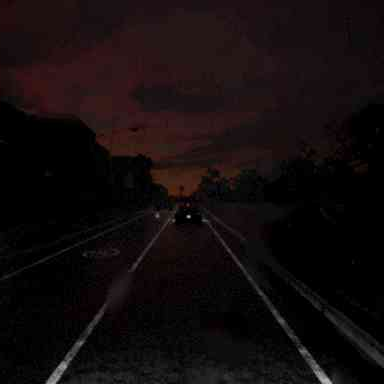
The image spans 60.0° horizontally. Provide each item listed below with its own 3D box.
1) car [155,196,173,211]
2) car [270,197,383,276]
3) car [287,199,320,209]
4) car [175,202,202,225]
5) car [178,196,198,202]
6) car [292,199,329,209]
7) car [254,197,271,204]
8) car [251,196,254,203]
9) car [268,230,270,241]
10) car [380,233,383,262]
[{"bbox_3d":[-3.928,1.644,47.175,2.150,2.045,5.566,0,-1,-1],"label":"car"},{"bbox_3d":[5.494,1.228,9.909,5.566,2.045,2.435,0,0,-1],"label":"car"},{"bbox_3d":[17.932,1.899,53.832,4.674,1.452,2.002,0,-1,-1],"label":"car"},{"bbox_3d":[-0.264,1.742,25.625,1.994,1.385,4.181,0,-1,-1],"label":"car"},{"bbox_3d":[-0.495,1.569,41.411,2.150,2.045,5.566,0,-1,-1],"label":"car"},{"bbox_3d":[17.975,1.827,50.557,4.892,1.521,2.231,0,-1,-1],"label":"car"},{"bbox_3d":[17.626,1.987,78.167,4.553,1.767,2.185,0,-1,-1],"label":"car"},{"bbox_3d":[17.510,2.187,81.333,4.674,1.452,2.002,0,-1,-1],"label":"car"},{"bbox_3d":[5.421,1.498,12.707,4.892,1.521,2.231,0,0,-1],"label":"car"},{"bbox_3d":[5.553,1.456,4.304,4.892,1.521,2.231,0,0,-1],"label":"car"}]
